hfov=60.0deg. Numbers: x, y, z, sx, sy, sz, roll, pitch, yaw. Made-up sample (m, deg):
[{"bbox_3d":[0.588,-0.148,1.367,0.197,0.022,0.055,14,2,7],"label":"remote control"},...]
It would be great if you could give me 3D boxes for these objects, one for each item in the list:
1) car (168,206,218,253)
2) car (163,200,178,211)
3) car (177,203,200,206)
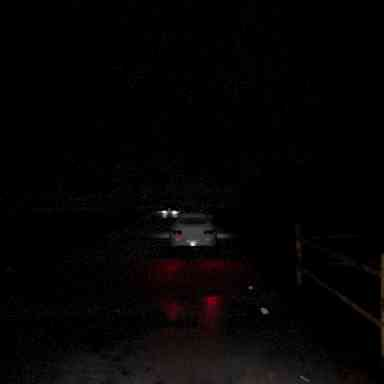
[{"bbox_3d":[0.052,1.541,13.736,1.812,1.442,4.674,0,0,1],"label":"car"},{"bbox_3d":[-2.779,1.715,44.002,2.033,1.411,5.357,0,0,1],"label":"car"},{"bbox_3d":[0.047,1.641,28.278,1.994,1.385,4.181,0,0,1],"label":"car"}]
